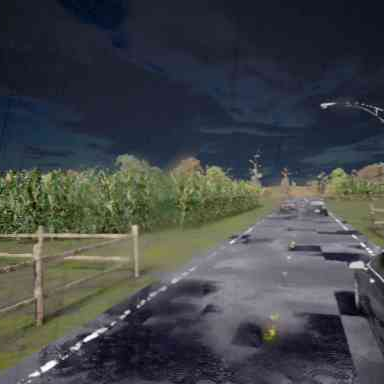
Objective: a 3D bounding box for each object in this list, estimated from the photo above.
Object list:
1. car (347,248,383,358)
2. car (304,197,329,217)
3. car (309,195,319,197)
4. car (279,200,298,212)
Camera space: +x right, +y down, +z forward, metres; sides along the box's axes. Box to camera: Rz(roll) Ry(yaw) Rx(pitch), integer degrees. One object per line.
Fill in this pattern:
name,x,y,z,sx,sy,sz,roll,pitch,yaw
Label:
car,3.368,1.445,4.402,1.837,1.490,4.892,-2,-1,19
car,11.572,1.471,30.965,1.812,1.442,4.674,-2,-1,19
car,15.022,1.279,41.079,2.097,1.767,4.553,-2,-1,19
car,11.200,1.593,38.575,1.994,1.385,4.181,-2,-1,19
